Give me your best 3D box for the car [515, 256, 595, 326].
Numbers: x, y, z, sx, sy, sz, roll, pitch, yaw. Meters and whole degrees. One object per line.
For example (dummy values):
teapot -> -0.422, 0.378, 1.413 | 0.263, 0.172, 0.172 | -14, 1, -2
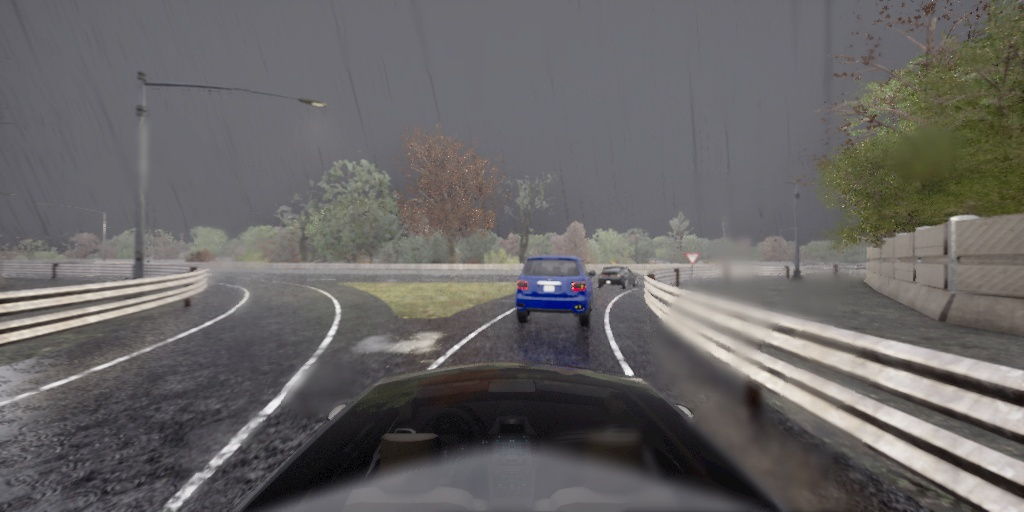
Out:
car -> 1.634, 1.055, 12.342 | 2.150, 2.045, 5.566 | 0, -2, 14

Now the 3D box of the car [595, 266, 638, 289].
car -> 7.569, 1.479, 25.470 | 1.837, 1.490, 4.892 | 0, -1, 32
